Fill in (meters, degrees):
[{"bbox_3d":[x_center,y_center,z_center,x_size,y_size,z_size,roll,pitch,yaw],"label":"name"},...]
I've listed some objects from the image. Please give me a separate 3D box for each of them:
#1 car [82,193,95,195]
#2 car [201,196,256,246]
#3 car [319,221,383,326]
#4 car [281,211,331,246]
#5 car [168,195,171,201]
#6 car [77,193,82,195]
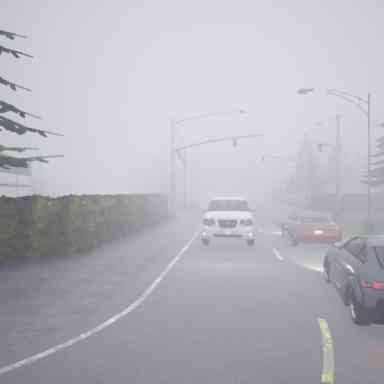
[{"bbox_3d":[-23.353,1.096,78.207,1.932,1.855,4.605,0,0,7],"label":"car"},{"bbox_3d":[1.731,1.223,15.629,2.150,2.045,5.566,0,0,7],"label":"car"},{"bbox_3d":[4.002,1.564,6.830,1.994,1.385,4.181,0,0,14],"label":"car"},{"bbox_3d":[5.277,1.564,15.143,1.994,1.385,4.181,0,0,8],"label":"car"},{"bbox_3d":[-4.948,1.372,75.634,1.845,1.501,3.633,0,0,7],"label":"car"},{"bbox_3d":[-26.288,1.076,78.179,1.905,1.878,3.866,0,0,7],"label":"car"}]
